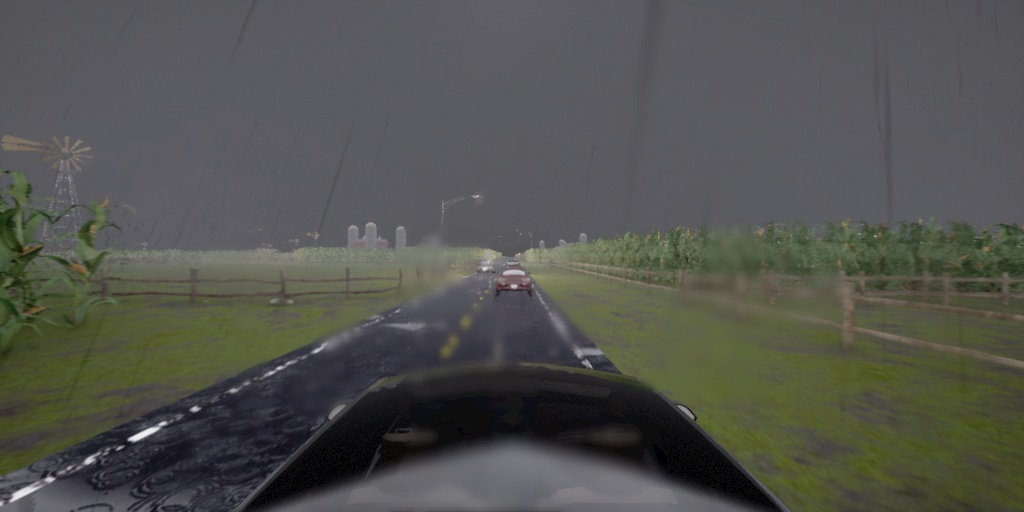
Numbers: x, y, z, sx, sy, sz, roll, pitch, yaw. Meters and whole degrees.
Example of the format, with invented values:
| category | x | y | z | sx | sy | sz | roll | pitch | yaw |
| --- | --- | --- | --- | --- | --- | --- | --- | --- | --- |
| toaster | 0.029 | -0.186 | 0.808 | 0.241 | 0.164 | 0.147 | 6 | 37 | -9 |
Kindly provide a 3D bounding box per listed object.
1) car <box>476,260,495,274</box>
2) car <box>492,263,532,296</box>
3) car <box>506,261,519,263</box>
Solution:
| category | x | y | z | sx | sy | sz | roll | pitch | yaw |
| --- | --- | --- | --- | --- | --- | --- | --- | --- | --- |
| car | -2.844 | 1.223 | 40.214 | 2.128 | 1.511 | 4.902 | 0 | 0 | 0 |
| car | 0.095 | 1.272 | 19.319 | 1.812 | 1.442 | 4.674 | 0 | 0 | 0 |
| car | 0.094 | 1.238 | 37.969 | 1.837 | 1.490 | 4.892 | 0 | 0 | 0 |
